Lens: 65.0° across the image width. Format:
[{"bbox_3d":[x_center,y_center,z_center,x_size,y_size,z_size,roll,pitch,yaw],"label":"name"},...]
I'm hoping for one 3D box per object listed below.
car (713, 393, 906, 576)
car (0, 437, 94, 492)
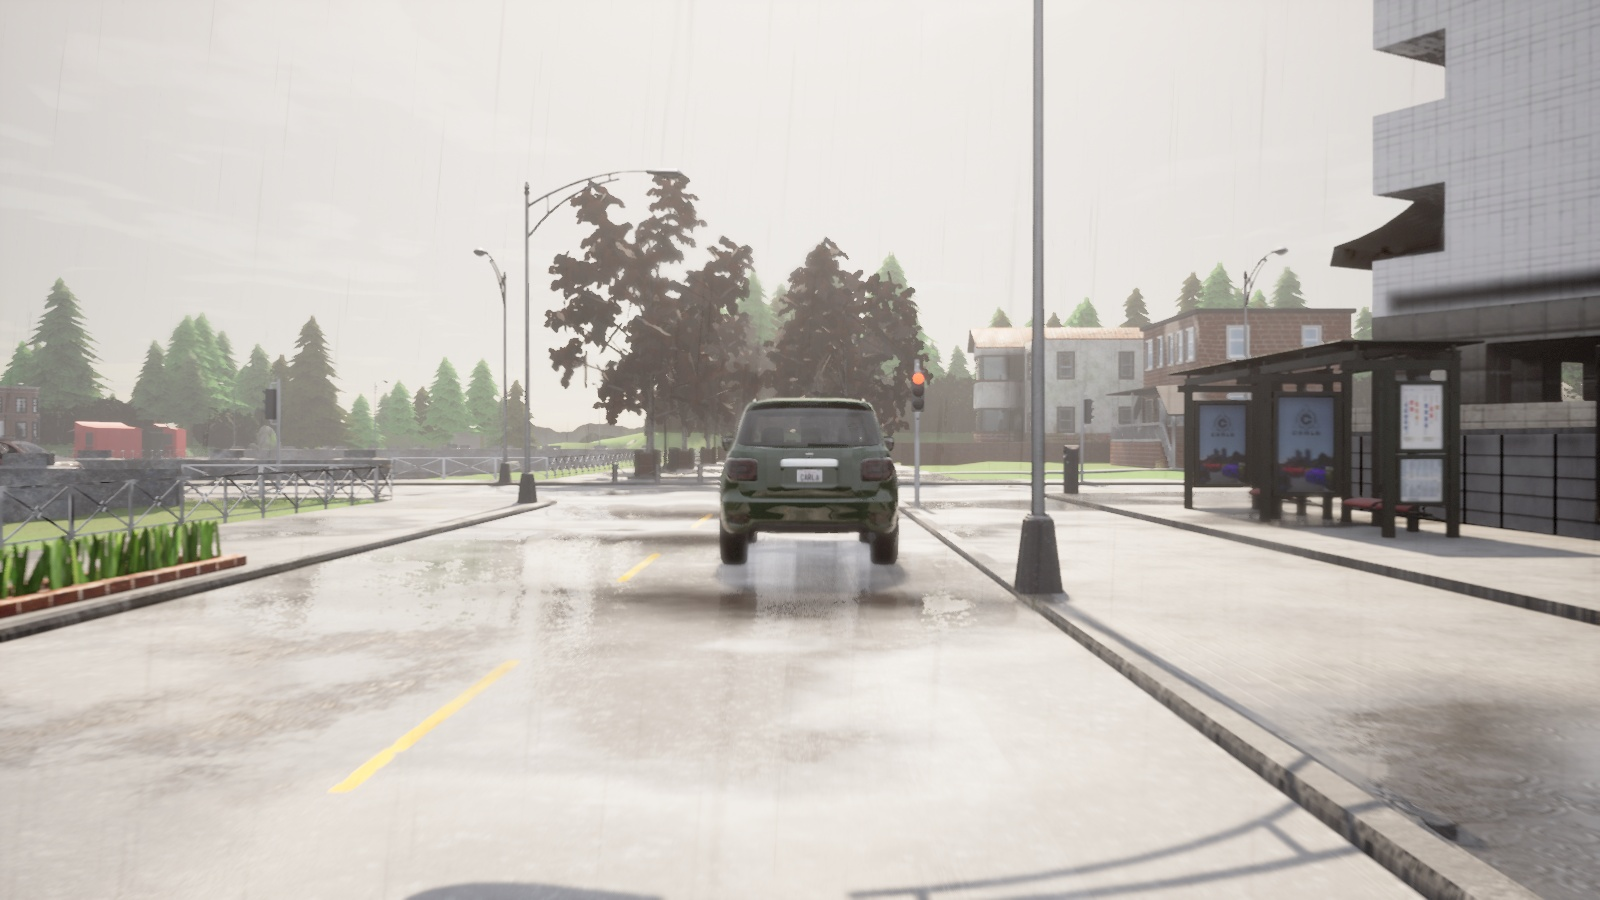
[{"bbox_3d":[0.114,0.371,16.796,2.150,2.045,5.566,0,0,0],"label":"car"},{"bbox_3d":[-23.827,0.412,37.910,3.988,1.617,1.851,0,0,0],"label":"car"}]
